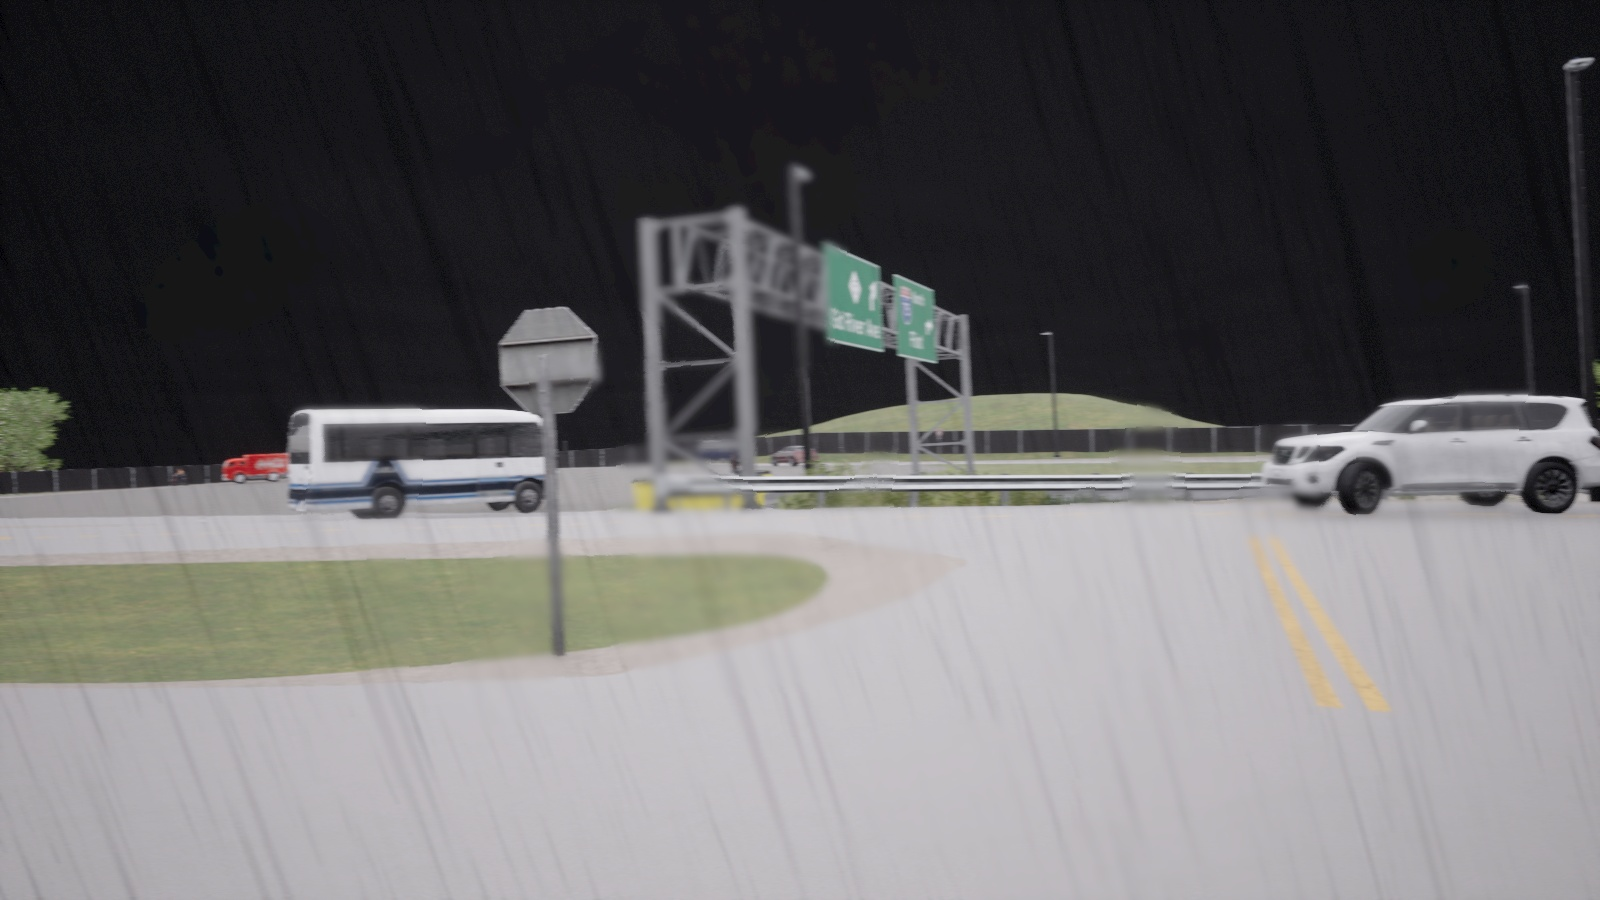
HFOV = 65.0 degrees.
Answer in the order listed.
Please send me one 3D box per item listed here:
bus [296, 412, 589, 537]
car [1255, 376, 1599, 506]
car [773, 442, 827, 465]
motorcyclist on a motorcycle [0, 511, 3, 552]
[{"bbox_3d":[-14.023,0.832,49.939,10.273,4.253,3.944,-3,1,-38],"label":"bus"},{"bbox_3d":[11.264,-0.172,22.248,5.566,2.045,2.150,-2,0,-3],"label":"car"},{"bbox_3d":[-0.038,0.314,98.635,2.152,1.651,5.027,-4,1,-27],"label":"car"},{"bbox_3d":[-31.414,3.150,47.312,2.191,1.530,0.866,-3,0,6],"label":"motorcyclist on a motorcycle"}]
